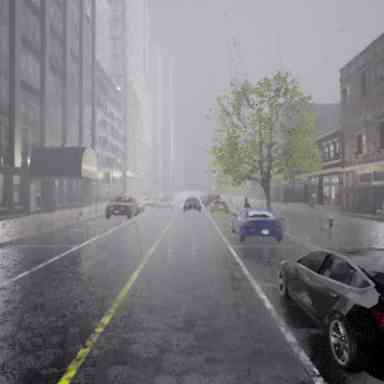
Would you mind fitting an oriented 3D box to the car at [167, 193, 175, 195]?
[{"bbox_3d":[-5.687,1.117,77.497,1.947,1.339,4.313,1,0,0],"label":"car"}]

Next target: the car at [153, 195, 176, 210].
[{"bbox_3d":[-3.095,1.390,39.142,1.895,1.301,4.718,0,0,0],"label":"car"}]

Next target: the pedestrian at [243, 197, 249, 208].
[{"bbox_3d":[2.998,1.197,18.732,0.375,1.860,0.375,1,-1,-4],"label":"pedestrian"}]

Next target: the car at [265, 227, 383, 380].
[{"bbox_3d":[2.700,1.539,5.402,1.947,1.339,4.313,1,0,0],"label":"car"}]

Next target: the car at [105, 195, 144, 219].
[{"bbox_3d":[-5.678,1.170,27.583,2.192,1.841,5.009,1,0,0],"label":"car"}]

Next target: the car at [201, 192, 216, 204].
[{"bbox_3d":[2.699,1.008,55.316,2.192,1.841,5.009,1,0,0],"label":"car"}]

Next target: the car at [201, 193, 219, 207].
[{"bbox_3d":[2.700,1.075,44.223,2.192,1.841,5.009,1,0,0],"label":"car"}]

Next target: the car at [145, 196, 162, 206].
[{"bbox_3d":[-5.685,1.292,49.769,1.947,1.339,4.313,1,0,0],"label":"car"}]

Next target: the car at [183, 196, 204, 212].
[{"bbox_3d":[0.050,1.411,35.512,1.895,1.301,4.718,0,0,1],"label":"car"}]

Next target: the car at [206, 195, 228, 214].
[{"bbox_3d":[2.698,1.348,33.302,1.752,1.417,4.829,1,0,0],"label":"car"}]

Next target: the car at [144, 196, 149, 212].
[{"bbox_3d":[-5.682,1.350,32.959,1.752,1.417,4.829,1,0,0],"label":"car"}]

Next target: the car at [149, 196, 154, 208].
[{"bbox_3d":[-5.683,1.286,44.051,1.752,1.417,4.829,1,0,0],"label":"car"}]

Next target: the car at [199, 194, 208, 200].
[{"bbox_3d":[2.694,1.117,77.500,1.947,1.339,4.313,1,0,0],"label":"car"}]

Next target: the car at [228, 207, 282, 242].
[{"bbox_3d":[2.998,1.445,15.884,1.812,1.442,4.674,0,0,0],"label":"car"}]
